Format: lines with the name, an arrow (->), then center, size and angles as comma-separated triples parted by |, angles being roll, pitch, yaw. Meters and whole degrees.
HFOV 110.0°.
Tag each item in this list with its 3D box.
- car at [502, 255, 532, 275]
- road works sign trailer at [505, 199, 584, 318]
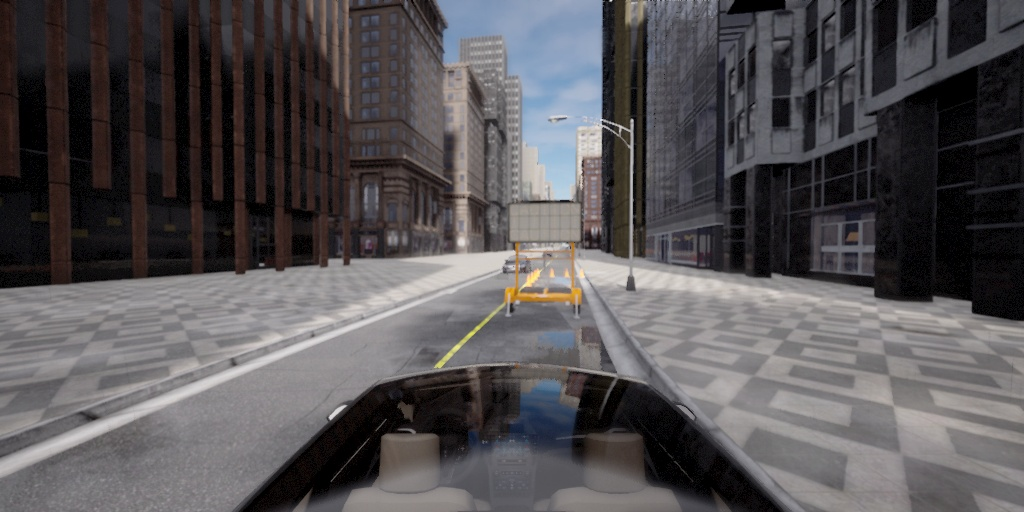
car -> 0.454, 0.619, 28.186 | 1.812, 1.442, 4.674 | 0, 2, 9
road works sign trailer -> 1.088, -0.033, 11.886 | 2.380, 3.560, 2.880 | 0, 0, 9
